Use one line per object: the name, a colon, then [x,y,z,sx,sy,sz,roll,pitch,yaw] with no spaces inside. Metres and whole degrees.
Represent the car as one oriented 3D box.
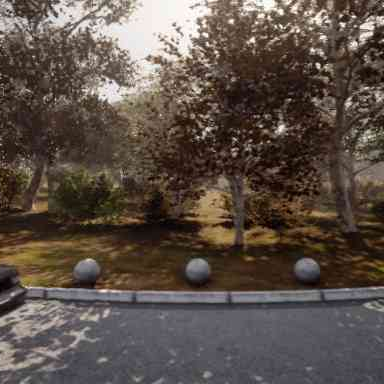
car: [-5.544,1.539,5.415,5.357,1.411,2.033,0,0,9]
